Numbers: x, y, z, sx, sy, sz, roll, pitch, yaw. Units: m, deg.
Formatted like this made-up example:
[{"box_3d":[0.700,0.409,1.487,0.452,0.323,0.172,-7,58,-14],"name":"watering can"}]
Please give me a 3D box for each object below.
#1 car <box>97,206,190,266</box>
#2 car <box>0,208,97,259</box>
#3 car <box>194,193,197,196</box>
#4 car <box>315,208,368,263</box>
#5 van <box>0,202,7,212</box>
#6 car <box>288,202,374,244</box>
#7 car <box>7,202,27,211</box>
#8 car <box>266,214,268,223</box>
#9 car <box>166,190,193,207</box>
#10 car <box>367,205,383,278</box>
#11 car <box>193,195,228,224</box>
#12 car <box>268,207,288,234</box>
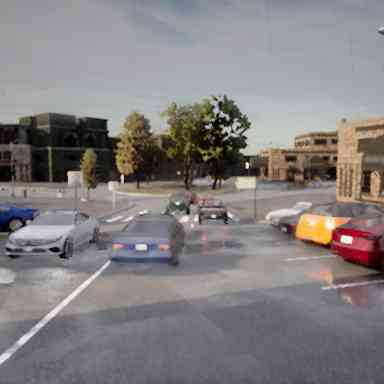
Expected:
[{"box_3d":[-1.228,1.413,10.934,2.033,1.411,5.357,0,1,1],"name":"car"},{"box_3d":[-4.761,1.377,12.061,1.812,1.442,4.674,0,1,1],"name":"car"},{"box_3d":[1.517,0.945,36.376,1.895,1.301,4.718,0,3,4],"name":"car"},{"box_3d":[6.462,1.380,9.971,4.792,1.488,2.163,1,0,-20],"name":"car"},{"box_3d":[-10.758,1.101,14.203,4.442,1.987,1.878,-1,1,-18],"name":"van"},{"box_3d":[6.409,1.189,12.900,4.553,1.767,2.185,1,0,-20],"name":"car"},{"box_3d":[-10.537,1.289,17.241,5.008,1.535,2.097,-1,1,-18],"name":"car"},{"box_3d":[6.437,1.282,18.809,4.674,1.452,2.002,1,1,-20],"name":"car"},{"box_3d":[-1.208,0.948,30.075,2.097,1.767,4.553,0,2,0],"name":"car"},{"box_3d":[6.403,1.261,7.000,4.553,1.767,2.185,1,0,-20],"name":"car"},{"box_3d":[1.309,1.218,22.292,2.128,1.511,4.902,0,0,0],"name":"car"},{"box_3d":[6.410,1.308,15.847,4.792,1.488,2.163,1,1,-20],"name":"car"}]
